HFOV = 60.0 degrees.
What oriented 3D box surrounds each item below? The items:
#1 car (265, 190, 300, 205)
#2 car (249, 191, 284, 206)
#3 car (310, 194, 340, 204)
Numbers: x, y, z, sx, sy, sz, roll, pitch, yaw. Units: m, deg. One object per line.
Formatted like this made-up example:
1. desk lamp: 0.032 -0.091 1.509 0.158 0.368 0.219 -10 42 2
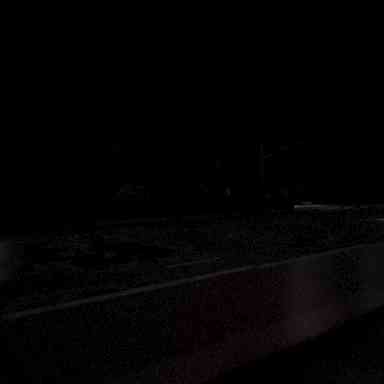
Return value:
1. car: 12.091 0.704 45.936 2.150 2.045 5.566 -1 1 -39
2. car: 9.240 1.012 43.998 1.882 1.535 5.008 -1 1 -35
3. car: 19.264 0.938 48.278 1.994 1.385 4.181 -1 1 -35
